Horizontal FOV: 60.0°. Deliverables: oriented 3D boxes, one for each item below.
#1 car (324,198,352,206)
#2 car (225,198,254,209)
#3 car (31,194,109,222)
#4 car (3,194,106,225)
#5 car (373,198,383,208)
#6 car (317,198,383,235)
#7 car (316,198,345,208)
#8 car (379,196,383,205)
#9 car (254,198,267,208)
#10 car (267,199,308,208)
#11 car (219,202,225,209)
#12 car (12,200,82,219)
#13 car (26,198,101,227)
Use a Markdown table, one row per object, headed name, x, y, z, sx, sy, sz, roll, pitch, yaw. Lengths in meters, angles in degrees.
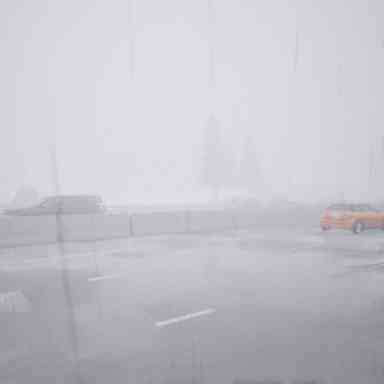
| name | x | y | z | sx | sy | sz | roll | pitch | yaw |
| --- | --- | --- | --- | --- | --- | --- | --- | --- | --- |
| car | 24.539 | 1.646 | 55.775 | 4.718 | 1.301 | 1.895 | 0 | 0 | -31 |
| car | 6.699 | 1.499 | 38.997 | 4.902 | 1.511 | 2.128 | 0 | 0 | -36 |
| car | -9.870 | 1.193 | 27.091 | 5.566 | 2.045 | 2.150 | 0 | 0 | -36 |
| car | -8.111 | 1.199 | 19.731 | 5.566 | 2.045 | 2.150 | 0 | 0 | -36 |
| car | 29.759 | 1.583 | 50.636 | 4.674 | 1.442 | 1.812 | 0 | 0 | -31 |
| car | 9.512 | 1.370 | 19.225 | 4.553 | 1.767 | 2.097 | 0 | 0 | -36 |
| car | 20.246 | 1.601 | 48.652 | 4.181 | 1.385 | 1.994 | 0 | 0 | -35 |
| car | 34.775 | 1.400 | 57.153 | 4.902 | 1.511 | 2.128 | 0 | 0 | -23 |
| car | 9.452 | 1.518 | 36.666 | 4.892 | 1.490 | 1.837 | 0 | 0 | -36 |
| car | 9.738 | 1.579 | 32.563 | 4.181 | 1.385 | 1.994 | 0 | 0 | -36 |
| car | 5.704 | 1.495 | 42.590 | 4.902 | 1.511 | 2.128 | 0 | 0 | -36 |
| car | -12.708 | 1.510 | 29.360 | 5.357 | 1.411 | 2.033 | 0 | 0 | -36 |
| car | -8.992 | 1.324 | 23.409 | 4.553 | 1.767 | 2.097 | 0 | 0 | -36 |
